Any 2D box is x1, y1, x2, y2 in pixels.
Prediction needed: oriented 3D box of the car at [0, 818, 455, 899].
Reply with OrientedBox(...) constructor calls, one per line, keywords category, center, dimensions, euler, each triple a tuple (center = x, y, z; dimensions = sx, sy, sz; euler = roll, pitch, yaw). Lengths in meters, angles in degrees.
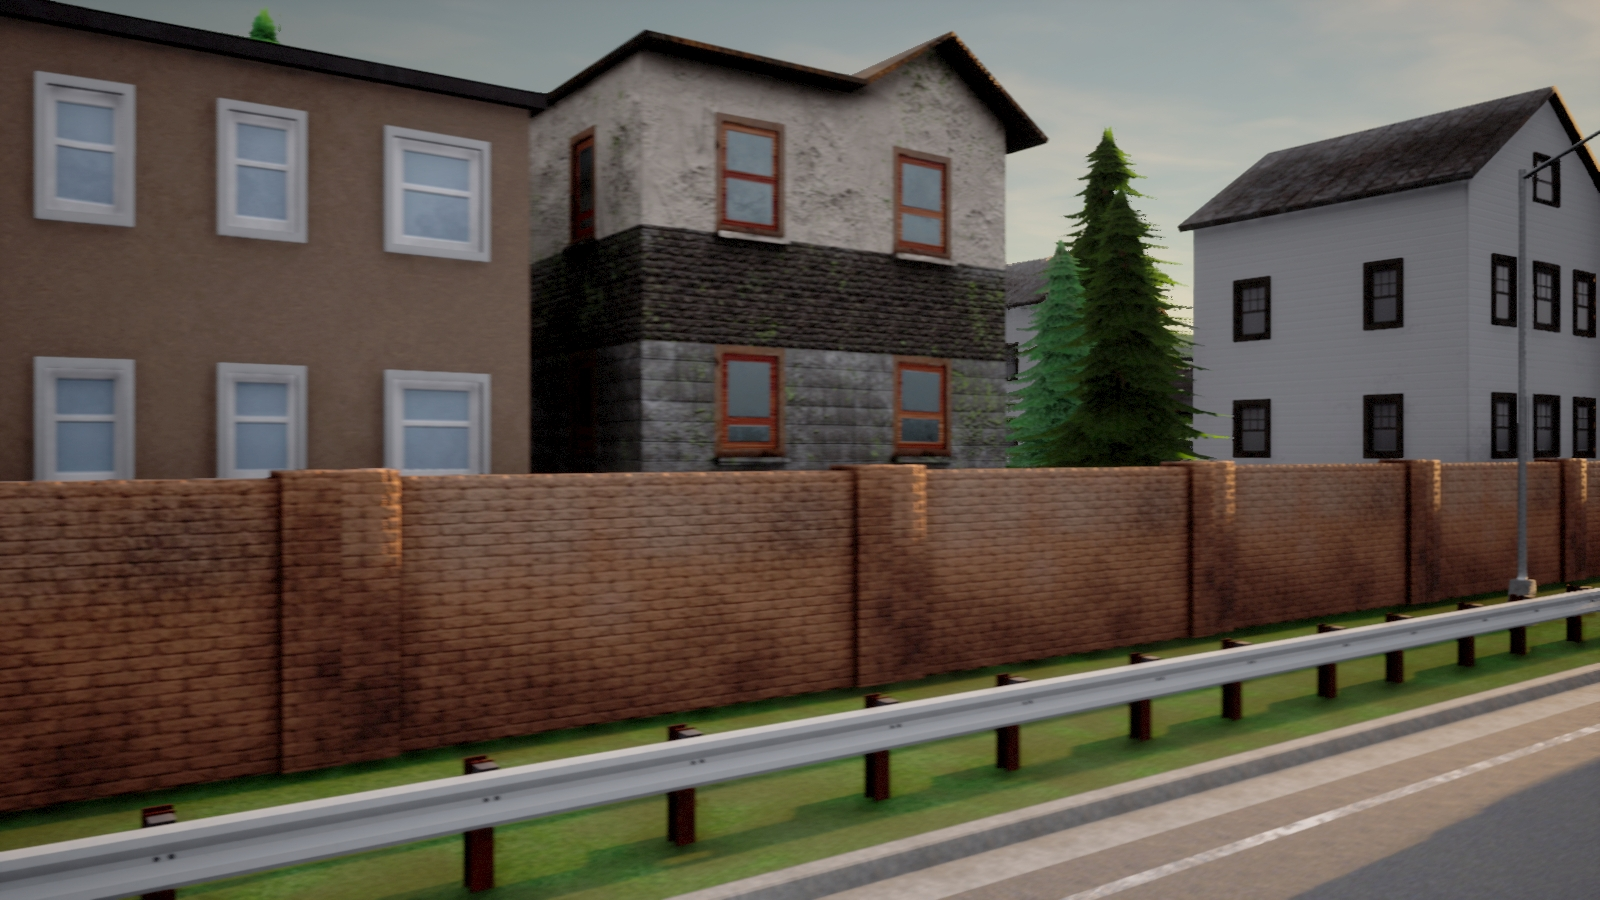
OrientedBox(category="car", center=(-2.762, 2.040, 1.856), dimensions=(4.514, 1.525, 2.007), euler=(0, 0, -35))
